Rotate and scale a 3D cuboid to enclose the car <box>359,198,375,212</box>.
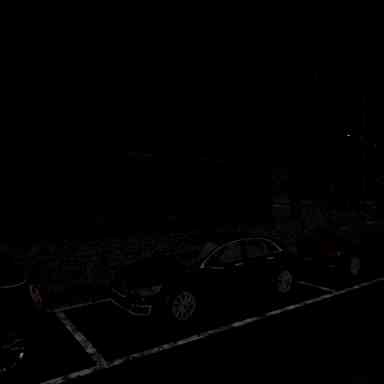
[{"bbox_3d":[17.807,1.265,30.480,1.812,1.442,4.674,0,1,-33],"label":"car"}]

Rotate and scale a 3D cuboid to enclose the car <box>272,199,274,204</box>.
[{"bbox_3d":[8.283,0.966,43.972,2.033,1.411,5.357,0,1,-36],"label":"car"}]

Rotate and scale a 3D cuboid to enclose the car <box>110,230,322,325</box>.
[{"bbox_3d":[0.485,1.551,6.993,4.403,1.369,2.008,0,0,-35],"label":"car"}]

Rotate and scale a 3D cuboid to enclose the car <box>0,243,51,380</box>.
[{"bbox_3d":[-3.960,1.440,3.827,4.097,1.590,1.967,0,0,-35],"label":"car"}]

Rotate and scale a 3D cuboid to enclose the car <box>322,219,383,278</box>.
[{"bbox_3d":[4.930,1.545,10.159,4.507,1.381,1.887,0,0,-35],"label":"car"}]

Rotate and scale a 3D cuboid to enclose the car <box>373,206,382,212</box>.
[{"bbox_3d":[9.374,1.441,13.325,4.097,1.590,1.967,0,0,-35],"label":"car"}]
